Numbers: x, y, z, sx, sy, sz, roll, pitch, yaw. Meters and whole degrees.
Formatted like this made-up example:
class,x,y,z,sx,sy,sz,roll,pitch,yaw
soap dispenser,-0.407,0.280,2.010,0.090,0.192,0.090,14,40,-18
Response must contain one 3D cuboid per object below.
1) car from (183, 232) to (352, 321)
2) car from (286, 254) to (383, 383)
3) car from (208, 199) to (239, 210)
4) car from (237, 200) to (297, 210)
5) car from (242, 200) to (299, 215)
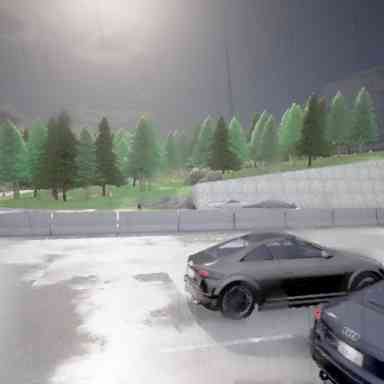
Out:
class,x,y,z,sx,sy,sz,roll,pitch,yaw
car,1.923,1.561,6.987,4.181,1.385,1.994,0,0,-14
car,3.505,1.561,3.774,4.181,1.385,1.994,0,0,-14
car,4.092,1.514,36.593,4.674,1.442,1.812,0,0,-14
car,6.066,1.555,26.262,4.181,1.385,1.994,0,0,-14
car,8.022,1.535,33.966,5.357,1.411,2.033,0,0,-14
